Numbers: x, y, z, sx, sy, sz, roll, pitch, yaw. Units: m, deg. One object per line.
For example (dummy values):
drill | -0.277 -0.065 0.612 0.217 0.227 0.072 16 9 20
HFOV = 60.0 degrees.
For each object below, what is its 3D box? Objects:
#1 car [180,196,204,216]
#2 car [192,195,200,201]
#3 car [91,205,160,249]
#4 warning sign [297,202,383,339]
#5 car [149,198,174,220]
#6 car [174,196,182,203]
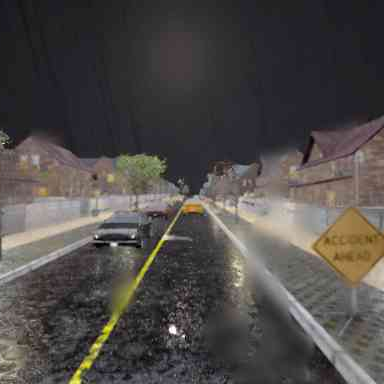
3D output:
car | 0.107 1.462 32.613 1.882 1.535 5.008 0 0 0
car | 0.976 1.565 83.188 1.812 1.442 4.674 0 0 0
car | -2.844 1.534 14.802 2.033 1.411 5.357 0 0 0
warning sign | 2.492 1.110 5.188 1.300 1.860 1.060 -2 -2 0
car | -2.788 1.461 28.010 1.882 1.535 5.008 0 0 0
car | -2.754 1.498 65.342 1.882 1.535 5.008 0 0 0
